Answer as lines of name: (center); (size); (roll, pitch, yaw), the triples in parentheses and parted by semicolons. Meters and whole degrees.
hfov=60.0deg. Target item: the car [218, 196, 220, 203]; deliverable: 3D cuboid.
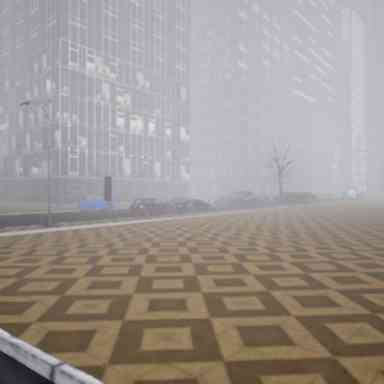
car: (5.079, 1.145, 51.696); (1.947, 1.339, 4.313); (1, 1, 41)

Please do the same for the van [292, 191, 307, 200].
van: (23.730, 0.694, 73.171); (1.690, 1.788, 3.998); (1, 1, 41)

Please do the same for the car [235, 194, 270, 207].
car: (7.666, 1.242, 41.892); (1.802, 1.307, 4.206); (1, 1, 41)

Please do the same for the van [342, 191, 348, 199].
van: (33.775, 0.684, 71.957); (1.690, 1.788, 3.998); (1, 1, 41)

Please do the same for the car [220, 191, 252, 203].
car: (7.129, 0.813, 50.010); (2.150, 2.045, 5.566); (0, 0, 41)

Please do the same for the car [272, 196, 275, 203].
car: (14.956, 1.013, 54.400); (1.882, 1.535, 5.008); (0, 1, 41)

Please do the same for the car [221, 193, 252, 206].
car: (6.705, 1.184, 44.863); (2.033, 1.411, 5.357); (0, 1, 41)

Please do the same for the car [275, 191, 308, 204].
car: (15.126, 0.884, 50.479); (2.192, 1.841, 5.009); (1, 1, 41)

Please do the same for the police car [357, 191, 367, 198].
police car: (41.225, 0.674, 81.044); (1.930, 1.638, 5.238); (0, 1, 41)

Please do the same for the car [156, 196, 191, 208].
car: (-2.385, 1.215, 43.112); (1.887, 1.381, 4.507); (1, 1, 41)

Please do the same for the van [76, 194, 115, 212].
van: (-9.928, 1.102, 34.592); (1.690, 1.788, 3.998); (1, 1, 41)

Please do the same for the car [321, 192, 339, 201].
car: (26.426, 0.957, 63.497); (1.752, 1.417, 4.829); (1, 1, 41)

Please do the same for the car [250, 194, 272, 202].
car: (12.540, 1.054, 60.288); (1.947, 1.339, 4.313); (1, 1, 41)

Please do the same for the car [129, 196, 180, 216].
car: (-3.430, 1.237, 28.925); (1.967, 1.590, 4.097); (1, 1, 41)

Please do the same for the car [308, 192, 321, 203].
car: (18.856, 0.839, 54.775); (2.192, 1.841, 5.009); (1, 1, 41)

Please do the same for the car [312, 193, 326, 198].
car: (31.189, 0.828, 81.766); (1.947, 1.339, 4.313); (1, 1, 41)

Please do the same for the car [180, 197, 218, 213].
car: (0.257, 1.317, 33.259); (1.947, 1.339, 4.313); (1, 1, 41)
